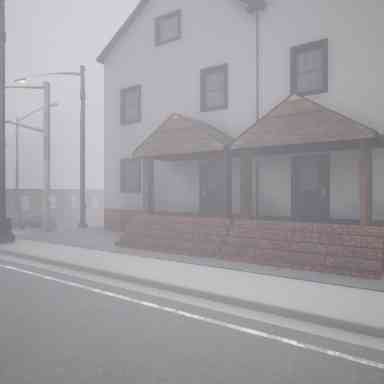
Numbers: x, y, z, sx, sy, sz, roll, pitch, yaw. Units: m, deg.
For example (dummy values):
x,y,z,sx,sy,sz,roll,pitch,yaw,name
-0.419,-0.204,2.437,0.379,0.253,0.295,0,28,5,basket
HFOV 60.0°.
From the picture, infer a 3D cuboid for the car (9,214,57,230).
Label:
x,y,z,sx,sy,sz,roll,pitch,yaw,name
-14.074,2.655,29.325,1.994,1.385,4.181,0,-9,36,car
